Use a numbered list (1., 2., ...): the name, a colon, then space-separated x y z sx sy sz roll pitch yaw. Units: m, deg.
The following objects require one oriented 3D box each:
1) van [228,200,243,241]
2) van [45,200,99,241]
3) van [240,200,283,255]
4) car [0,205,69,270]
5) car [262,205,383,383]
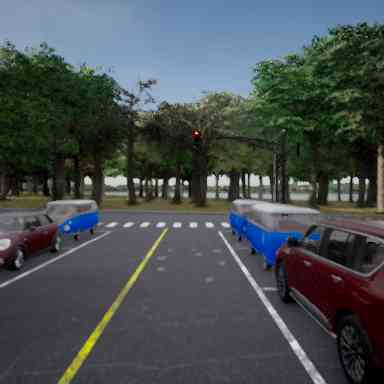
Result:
1. van: 2.758 1.287 16.016 1.690 1.788 3.998 0 0 0
2. van: -5.768 1.286 16.015 1.690 1.788 3.998 0 0 0
3. van: 2.759 1.305 10.579 1.690 1.788 3.998 0 0 0
4. car: -5.766 1.404 10.578 1.967 1.590 4.097 0 0 0
5. car: 2.760 1.297 5.141 2.192 1.841 5.009 0 0 0
